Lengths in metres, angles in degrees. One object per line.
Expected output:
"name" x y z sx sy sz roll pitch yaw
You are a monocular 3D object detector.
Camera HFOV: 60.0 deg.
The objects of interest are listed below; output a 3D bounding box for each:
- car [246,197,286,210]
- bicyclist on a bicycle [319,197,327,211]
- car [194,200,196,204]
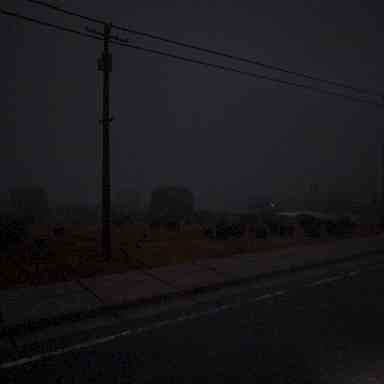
"car" 7.941 1.317 36.126 2.097 1.767 4.553 0 0 -33
"bicyclist on a bicycle" 15.083 1.423 38.128 1.656 1.620 0.582 0 0 -33
"car" -1.307 1.566 57.388 1.895 1.301 4.718 0 0 -32
